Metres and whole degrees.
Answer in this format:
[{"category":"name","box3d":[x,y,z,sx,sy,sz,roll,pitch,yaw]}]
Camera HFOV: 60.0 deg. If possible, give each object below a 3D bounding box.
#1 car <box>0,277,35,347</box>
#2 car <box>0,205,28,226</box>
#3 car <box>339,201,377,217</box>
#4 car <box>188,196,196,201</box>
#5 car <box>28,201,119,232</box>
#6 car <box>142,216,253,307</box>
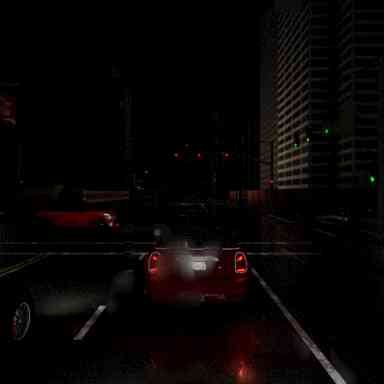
[{"category":"car","box3d":[-3.396,1.526,3.350,1.812,1.442,4.674,0,0,0]},{"category":"car","box3d":[-10.761,1.564,22.850,4.181,1.385,1.994,0,0,0]},{"category":"car","box3d":[16.291,1.547,30.177,5.357,1.411,2.033,0,0,0]},{"category":"car","box3d":[0.057,1.595,83.474,1.895,1.301,4.718,0,0,0]},{"category":"car","box3d":[-6.598,1.351,19.371,4.553,1.767,2.097,0,0,0]},{"category":"car","box3d":[0.105,1.352,8.125,2.097,1.767,4.553,0,0,0]}]
